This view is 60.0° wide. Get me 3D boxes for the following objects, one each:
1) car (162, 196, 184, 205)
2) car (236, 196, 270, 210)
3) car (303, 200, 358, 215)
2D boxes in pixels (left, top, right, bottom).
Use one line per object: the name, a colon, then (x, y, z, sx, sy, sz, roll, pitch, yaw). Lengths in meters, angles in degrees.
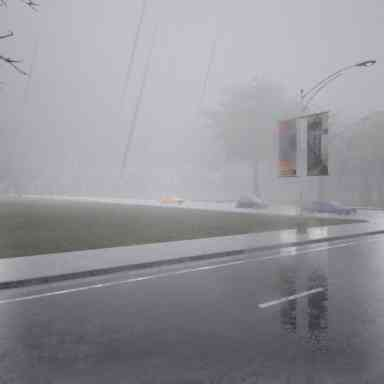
car: (-3.336, 1.393, 57.209, 1.882, 1.535, 5.008, 0, 0, -36)
car: (7.674, 1.318, 42.076, 2.097, 1.767, 4.553, 0, 0, -36)
car: (13.771, 1.551, 33.732, 2.033, 1.411, 5.357, 0, 0, -36)
